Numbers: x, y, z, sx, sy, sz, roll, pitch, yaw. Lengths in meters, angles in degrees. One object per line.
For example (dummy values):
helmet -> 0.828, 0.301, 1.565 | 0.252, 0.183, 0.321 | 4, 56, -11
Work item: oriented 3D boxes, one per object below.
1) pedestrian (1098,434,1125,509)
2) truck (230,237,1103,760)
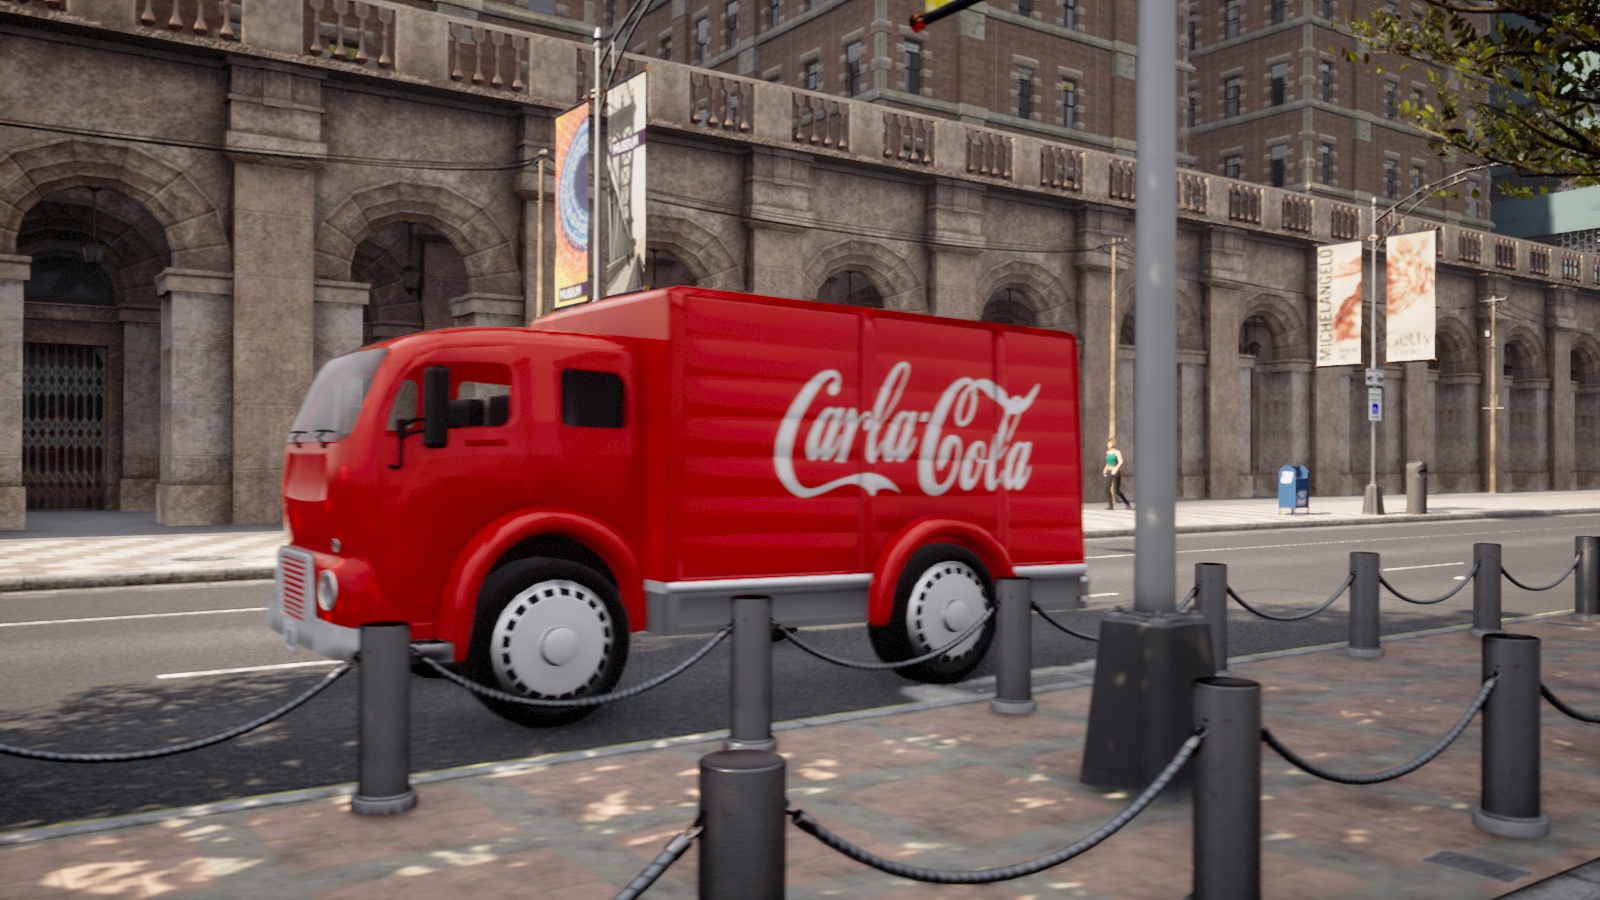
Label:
pedestrian -> 7.690, 0.528, 31.029 | 0.594, 1.836, 0.345 | 0, 0, -35
truck -> -0.765, 0.276, 8.476 | 5.204, 2.467, 2.627 | 1, -1, -34
